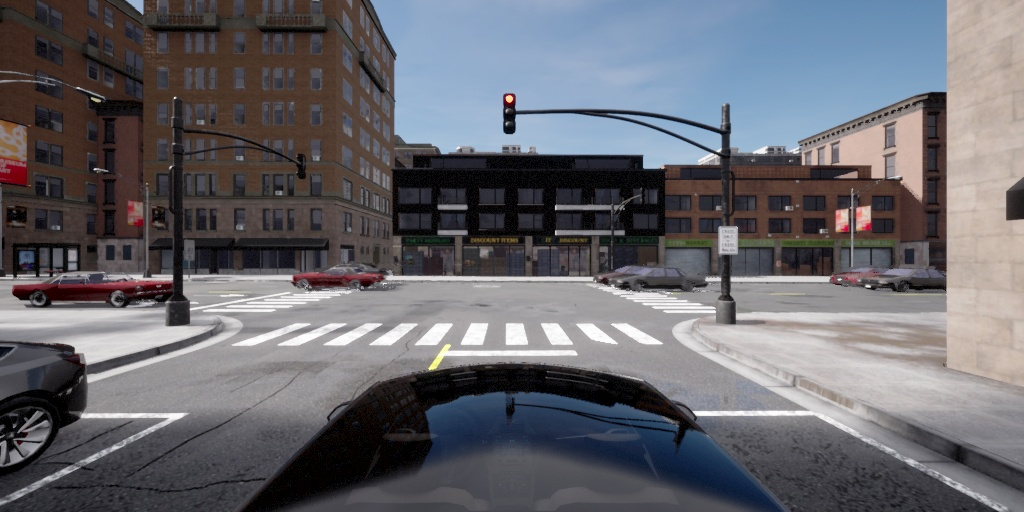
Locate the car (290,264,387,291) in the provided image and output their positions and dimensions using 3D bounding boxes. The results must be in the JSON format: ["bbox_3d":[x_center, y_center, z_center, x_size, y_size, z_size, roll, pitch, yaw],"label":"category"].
[{"bbox_3d":[-10.170,1.309,20.975,4.718,1.301,1.895,0,0,-1],"label":"car"}]

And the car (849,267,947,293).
[{"bbox_3d":[23.911,1.428,21.426,5.357,1.411,2.033,0,0,-1],"label":"car"}]

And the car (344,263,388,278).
[{"bbox_3d":[-10.959,1.209,24.216,4.892,1.490,1.837,0,0,-1],"label":"car"}]

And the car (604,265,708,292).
[{"bbox_3d":[8.503,1.348,20.997,5.357,1.411,2.033,0,0,-4],"label":"car"}]

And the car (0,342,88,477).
[{"bbox_3d":[-5.388,1.316,2.038,1.948,1.339,4.313,0,0,-1],"label":"car"}]

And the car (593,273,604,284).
[{"bbox_3d":[8.352,1.347,24.473,5.357,1.411,2.033,0,0,-1],"label":"car"}]

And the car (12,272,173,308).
[{"bbox_3d":[-16.204,1.280,14.193,4.718,1.301,1.895,0,0,-1],"label":"car"}]

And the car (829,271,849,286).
[{"bbox_3d":[24.489,1.448,24.681,4.181,1.385,1.994,0,0,-2],"label":"car"}]
